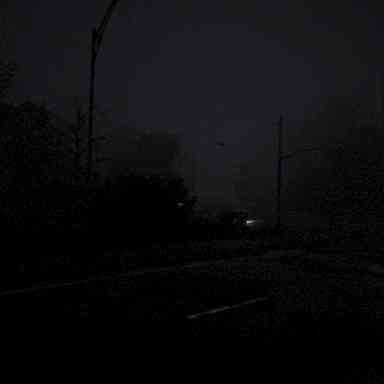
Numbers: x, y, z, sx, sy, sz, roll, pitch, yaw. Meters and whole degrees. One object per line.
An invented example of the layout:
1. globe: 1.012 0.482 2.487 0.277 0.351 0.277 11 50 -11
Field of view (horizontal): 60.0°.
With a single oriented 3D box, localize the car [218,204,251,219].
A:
1. car: 4.246 1.953 34.002 1.812 1.442 4.674 2 0 -21
